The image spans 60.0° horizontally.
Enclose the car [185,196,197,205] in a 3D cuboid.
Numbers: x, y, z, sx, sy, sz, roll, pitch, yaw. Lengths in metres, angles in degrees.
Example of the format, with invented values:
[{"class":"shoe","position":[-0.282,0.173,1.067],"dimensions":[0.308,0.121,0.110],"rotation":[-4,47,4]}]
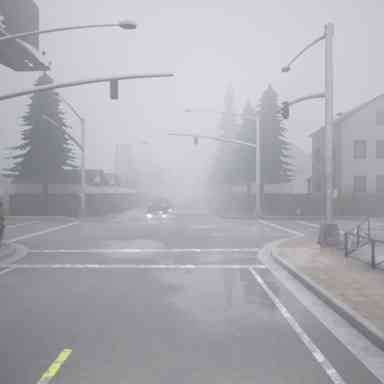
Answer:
[{"class":"car","position":[-0.155,1.491,59.151],"dimensions":[2.128,1.511,4.902],"rotation":[0,0,0]}]

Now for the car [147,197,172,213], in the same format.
[{"class":"car","position":[-3.695,1.352,36.946],"dimensions":[2.097,1.767,4.553],"rotation":[0,0,0]}]
